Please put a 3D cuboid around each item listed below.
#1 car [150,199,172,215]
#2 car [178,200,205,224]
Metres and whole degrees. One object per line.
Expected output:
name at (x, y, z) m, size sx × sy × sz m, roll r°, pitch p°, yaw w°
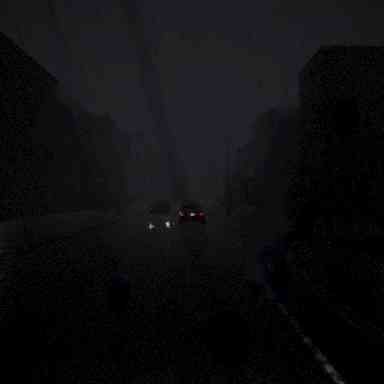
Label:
car at (-3.101, 1.492, 33.645) m, size 1.882 × 1.535 × 5.008 m, roll 0°, pitch 0°, yaw 0°
car at (-0.040, 1.558, 24.785) m, size 2.033 × 1.411 × 5.357 m, roll 0°, pitch 0°, yaw -1°
